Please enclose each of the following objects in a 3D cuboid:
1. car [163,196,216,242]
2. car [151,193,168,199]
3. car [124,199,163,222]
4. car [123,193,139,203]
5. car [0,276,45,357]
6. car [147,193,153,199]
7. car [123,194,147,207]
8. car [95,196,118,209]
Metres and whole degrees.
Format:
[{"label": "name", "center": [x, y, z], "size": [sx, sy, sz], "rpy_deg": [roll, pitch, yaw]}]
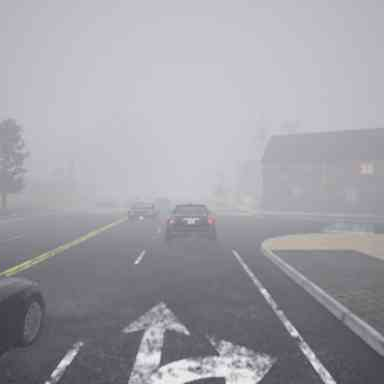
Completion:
[{"label": "car", "center": [-0.061, 1.242, 15.718], "size": [2.097, 1.767, 4.553], "rpy_deg": [0, 0, -1]}, {"label": "car", "center": [-3.691, 1.174, 42.683], "size": [1.882, 1.535, 5.008], "rpy_deg": [0, 0, -1]}, {"label": "car", "center": [-3.429, 1.430, 24.468], "size": [1.895, 1.301, 4.718], "rpy_deg": [0, 0, -1]}, {"label": "car", "center": [-10.555, 1.061, 57.866], "size": [1.882, 1.535, 5.008], "rpy_deg": [0, 1, 0]}, {"label": "car", "center": [-3.178, 1.504, 3.235], "size": [1.812, 1.442, 4.674], "rpy_deg": [0, 0, 0]}, {"label": "car", "center": [-7.311, 0.930, 58.267], "size": [2.097, 1.767, 4.553], "rpy_deg": [0, 0, 0]}, {"label": "car", "center": [-7.104, 1.277, 40.759], "size": [1.994, 1.385, 4.181], "rpy_deg": [0, 0, -1]}, {"label": "car", "center": [-10.354, 1.193, 40.626], "size": [1.882, 1.535, 5.008], "rpy_deg": [0, 0, -1]}]
